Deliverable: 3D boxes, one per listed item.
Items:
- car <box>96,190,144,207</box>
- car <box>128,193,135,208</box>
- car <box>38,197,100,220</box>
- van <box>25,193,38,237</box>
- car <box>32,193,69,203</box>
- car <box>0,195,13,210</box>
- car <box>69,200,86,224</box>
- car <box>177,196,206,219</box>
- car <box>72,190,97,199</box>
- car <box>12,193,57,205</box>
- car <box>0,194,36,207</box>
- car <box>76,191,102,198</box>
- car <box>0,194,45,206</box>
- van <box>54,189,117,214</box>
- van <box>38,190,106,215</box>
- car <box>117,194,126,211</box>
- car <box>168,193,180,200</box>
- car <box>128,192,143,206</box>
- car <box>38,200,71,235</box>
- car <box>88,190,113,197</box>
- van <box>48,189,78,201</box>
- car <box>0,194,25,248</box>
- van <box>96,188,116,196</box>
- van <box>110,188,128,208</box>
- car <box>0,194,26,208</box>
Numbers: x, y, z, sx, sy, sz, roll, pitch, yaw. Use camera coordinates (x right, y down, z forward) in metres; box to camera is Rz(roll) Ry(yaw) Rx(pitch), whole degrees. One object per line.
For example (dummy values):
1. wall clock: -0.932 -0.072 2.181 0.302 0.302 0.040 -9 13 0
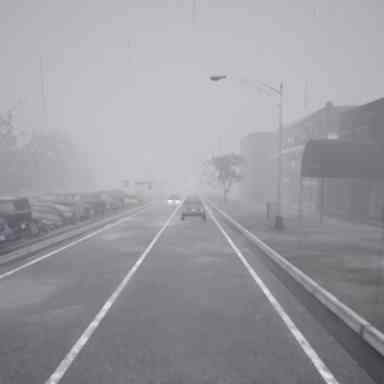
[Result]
1. car: -8.937 0.737 41.633 5.566 2.045 2.435 0 1 0
2. car: -8.963 1.117 36.032 4.674 1.452 2.002 0 1 0
3. car: -8.977 1.314 22.014 4.792 1.488 2.163 0 1 0
4. van: -9.057 1.148 13.594 4.442 1.987 1.878 0 1 0
5. car: -22.025 0.859 51.857 4.792 1.488 2.163 0 1 0
6. car: -22.045 1.090 35.205 5.008 1.535 2.097 0 1 0
7. car: -8.943 1.357 19.207 4.674 1.452 2.002 0 1 0
8. car: 0.113 1.272 25.535 2.033 1.411 5.357 0 1 0
9. car: -22.101 0.446 68.506 4.553 1.767 2.185 0 1 0
10. car: -21.864 0.914 46.305 5.366 1.575 1.946 0 1 0
11. car: -22.051 1.005 40.756 4.892 1.521 2.231 0 1 0
12. car: -22.078 0.529 71.283 5.008 1.535 2.097 0 1 0
13. car: -22.076 0.990 43.531 4.792 1.488 2.163 0 1 0
14. van: -8.836 0.981 27.615 4.442 1.987 1.878 0 1 0
15. van: -9.067 1.020 24.814 4.442 1.987 1.878 0 1 0
16. car: -8.950 1.164 30.425 5.008 1.535 2.097 0 1 0
17. car: -3.249 0.797 60.738 1.895 1.301 4.718 0 1 1
18. car: -8.778 1.030 38.834 5.366 1.575 1.946 0 1 0
19. car: -8.949 1.347 16.403 4.892 1.521 2.231 0 1 0
20. car: -21.894 0.401 79.607 5.366 1.575 1.946 0 1 0
21. van: -22.176 0.517 57.403 4.442 1.987 1.878 0 1 0
22. car: -8.910 1.145 10.793 5.566 2.045 2.435 0 0 0
23. van: -21.967 0.096 85.154 4.442 1.987 1.878 0 1 0
24. van: -9.075 0.895 33.225 4.442 1.987 1.878 0 1 0
25. car: -22.047 1.047 37.980 5.008 1.535 2.097 0 1 0
